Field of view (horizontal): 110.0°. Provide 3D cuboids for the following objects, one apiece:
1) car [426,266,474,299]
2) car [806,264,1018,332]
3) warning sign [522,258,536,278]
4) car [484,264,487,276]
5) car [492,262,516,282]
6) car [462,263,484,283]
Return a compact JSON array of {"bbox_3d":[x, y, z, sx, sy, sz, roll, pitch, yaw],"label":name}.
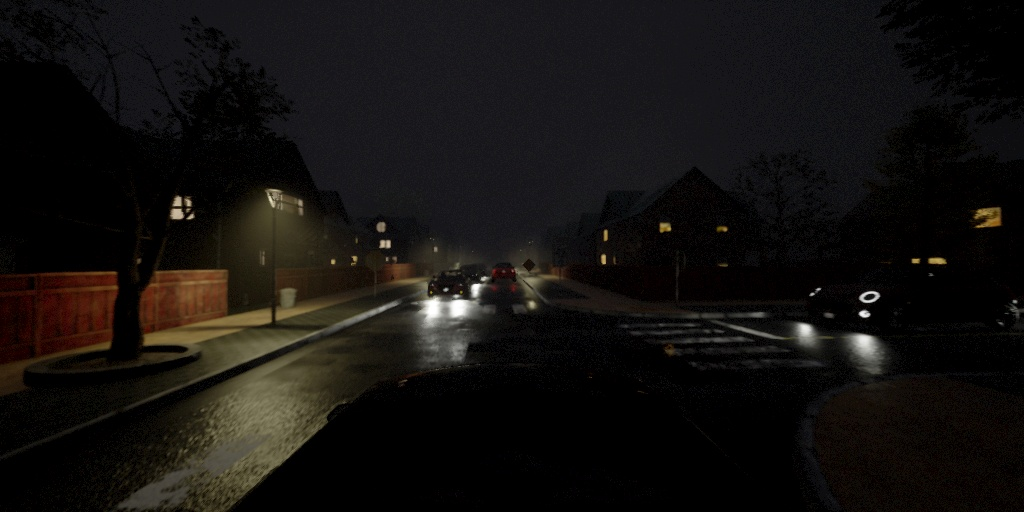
[{"bbox_3d":[-3.262,1.440,19.158,1.994,1.385,4.181,0,0,-3],"label":"car"},{"bbox_3d":[11.157,1.069,10.259,4.553,1.767,2.097,0,-1,-3],"label":"car"},{"bbox_3d":[1.628,1.130,33.792,1.300,1.860,1.060,0,0,-2],"label":"warning sign"},{"bbox_3d":[-4.001,1.604,42.860,1.882,1.535,5.008,0,-1,-1],"label":"car"},{"bbox_3d":[-0.761,1.357,32.739,2.097,1.767,4.553,0,-1,-2],"label":"car"},{"bbox_3d":[-3.645,1.492,30.566,1.837,1.490,4.892,0,-1,-2],"label":"car"}]
